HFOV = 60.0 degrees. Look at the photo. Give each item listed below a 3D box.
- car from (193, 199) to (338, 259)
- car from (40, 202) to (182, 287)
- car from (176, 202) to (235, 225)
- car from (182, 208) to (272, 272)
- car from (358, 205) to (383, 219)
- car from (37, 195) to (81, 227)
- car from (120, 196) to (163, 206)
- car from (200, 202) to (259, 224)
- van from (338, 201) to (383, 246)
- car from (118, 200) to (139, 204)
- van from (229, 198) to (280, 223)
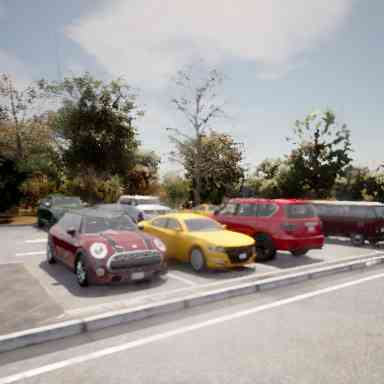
[{"bbox_3d":[2.284,1.284,12.894,2.435,2.045,5.566,1,-1,-36],"label":"car"},{"bbox_3d":[-2.534,1.316,9.394,2.185,1.767,4.553,1,-1,-36],"label":"car"},{"bbox_3d":[0.970,1.692,27.268,1.946,1.575,5.366,2,-1,-36],"label":"car"},{"bbox_3d":[-0.065,1.489,11.157,2.097,1.535,5.008,1,-1,-36],"label":"car"},{"bbox_3d":[24.933,2.675,44.311,2.185,1.767,4.553,3,-2,-35],"label":"car"},{"bbox_3d":[-7.957,1.224,20.546,2.435,2.045,5.566,1,-1,-36],"label":"car"},{"bbox_3d":[-3.539,1.314,23.757,2.435,2.045,5.566,1,-1,-36],"label":"car"},{"bbox_3d":[3.129,1.762,28.822,1.946,1.575,5.366,2,-1,-36],"label":"car"},{"bbox_3d":[7.253,1.443,16.588,1.878,1.987,4.442,2,-1,-36],"label":"van"},{"bbox_3d":[-5.814,1.518,22.131,2.231,1.521,4.892,1,-1,-36],"label":"car"},{"bbox_3d":[5.578,1.620,30.212,1.878,1.987,4.442,2,-1,-36],"label":"van"}]
